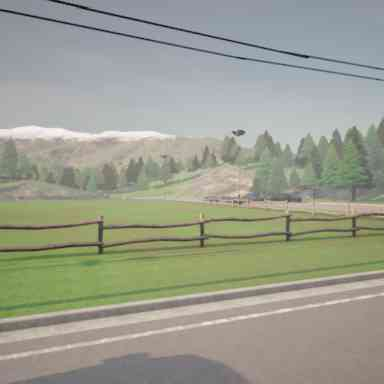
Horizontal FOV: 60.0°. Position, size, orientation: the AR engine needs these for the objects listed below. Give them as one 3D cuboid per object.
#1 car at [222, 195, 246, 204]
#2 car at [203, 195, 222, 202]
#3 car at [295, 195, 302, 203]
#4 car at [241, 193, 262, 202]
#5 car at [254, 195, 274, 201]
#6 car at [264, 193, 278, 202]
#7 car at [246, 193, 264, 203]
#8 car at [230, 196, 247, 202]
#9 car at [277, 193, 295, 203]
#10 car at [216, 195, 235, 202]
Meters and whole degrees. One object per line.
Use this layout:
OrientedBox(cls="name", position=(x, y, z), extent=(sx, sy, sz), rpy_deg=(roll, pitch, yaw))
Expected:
OrientedBox(cls="car", position=(8.120, 1.553, 65.027), extent=(1.994, 1.385, 4.181), rpy_deg=(0, 0, -22))
OrientedBox(cls="car", position=(4.293, 1.479, 74.294), extent=(2.033, 1.411, 5.357), rpy_deg=(0, 0, -22))
OrientedBox(cls="car", position=(21.101, 1.477, 70.138), extent=(1.837, 1.490, 4.892), rpy_deg=(0, 0, -22))
OrientedBox(cls="car", position=(14.007, 1.151, 78.280), extent=(2.150, 2.045, 5.566), rpy_deg=(0, 0, -22))
OrientedBox(cls="car", position=(17.260, 1.463, 79.572), extent=(2.033, 1.411, 5.357), rpy_deg=(0, 0, -22))
OrientedBox(cls="car", position=(14.619, 1.474, 67.494), extent=(2.128, 1.511, 4.902), rpy_deg=(0, 0, -22))
OrientedBox(cls="car", position=(11.464, 1.533, 66.078), extent=(2.033, 1.411, 5.357), rpy_deg=(0, 0, -22))
OrientedBox(cls="car", position=(10.765, 1.527, 76.961), extent=(1.895, 1.301, 4.718), rpy_deg=(0, 0, -22))
OrientedBox(cls="car", position=(17.982, 1.205, 68.516), extent=(2.150, 2.045, 5.566), rpy_deg=(0, 0, -22))
OrientedBox(cls="car", position=(7.534, 1.477, 75.614), extent=(2.033, 1.411, 5.357), rpy_deg=(0, 0, -22))
